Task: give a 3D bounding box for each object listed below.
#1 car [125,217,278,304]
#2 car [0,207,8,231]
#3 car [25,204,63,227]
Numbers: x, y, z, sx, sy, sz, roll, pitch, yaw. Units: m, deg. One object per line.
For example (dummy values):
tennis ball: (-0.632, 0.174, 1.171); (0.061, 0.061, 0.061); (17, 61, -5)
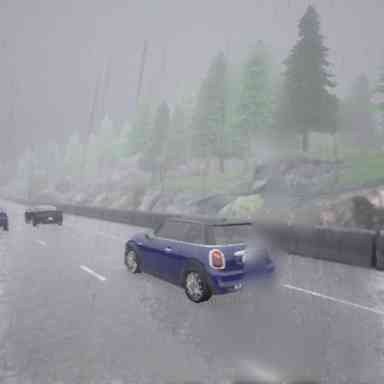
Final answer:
car: (-0.036, 1.420, 8.750); (2.097, 1.767, 4.553); (0, 0, -35)
car: (-13.001, 1.617, 21.233); (1.882, 1.535, 5.008); (0, -1, -35)
car: (-10.911, 1.644, 24.355); (1.882, 1.535, 5.008); (0, -1, -35)
